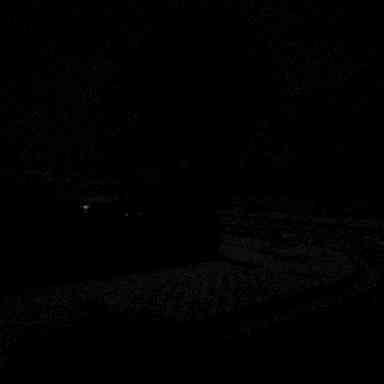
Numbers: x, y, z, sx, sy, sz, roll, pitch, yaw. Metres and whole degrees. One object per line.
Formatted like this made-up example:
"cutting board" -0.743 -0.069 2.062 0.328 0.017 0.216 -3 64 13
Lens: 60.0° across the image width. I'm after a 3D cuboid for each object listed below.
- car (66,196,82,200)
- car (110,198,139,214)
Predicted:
"car" -17.139 1.276 48.139 1.895 1.301 4.718 -1 1 -31
"car" -6.662 1.317 32.625 1.994 1.385 4.181 -1 1 -35
